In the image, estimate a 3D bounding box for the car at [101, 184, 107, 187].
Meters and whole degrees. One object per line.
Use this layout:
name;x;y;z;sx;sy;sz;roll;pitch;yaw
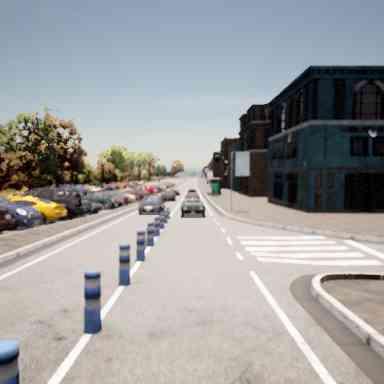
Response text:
car;-22.585;-0.527;75.385;5.008;1.535;2.097;0;3;1

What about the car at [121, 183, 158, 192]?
car;-9.652;-0.157;61.387;5.566;2.045;2.435;0;3;1

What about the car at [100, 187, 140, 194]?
car;-9.803;0.600;44.686;4.553;1.767;2.185;0;2;1

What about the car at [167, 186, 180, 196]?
car;-3.258;0.069;64.187;1.895;1.301;4.718;0;3;0

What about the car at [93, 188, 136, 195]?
car;-9.828;0.677;41.907;4.553;1.767;2.185;0;2;1

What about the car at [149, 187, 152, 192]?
car;-9.644;0.364;55.836;4.792;1.488;2.163;0;2;1

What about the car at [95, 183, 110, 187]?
car;-22.562;-0.649;78.167;4.892;1.521;2.231;0;3;0

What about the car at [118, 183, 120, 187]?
car;-22.459;-1.109;89.297;4.674;1.452;2.002;0;3;1

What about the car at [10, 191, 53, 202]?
car;-22.834;0.636;47.421;5.008;1.535;2.097;0;2;1

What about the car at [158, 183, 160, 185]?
car;-9.520;-0.393;69.609;4.553;1.767;2.185;0;3;1

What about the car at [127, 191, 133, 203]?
car;-9.851;0.900;39.124;4.792;1.488;2.163;0;1;1

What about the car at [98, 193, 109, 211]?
car;-9.891;1.087;27.968;4.792;1.488;2.163;0;1;1

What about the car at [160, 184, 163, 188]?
car;-9.531;-0.395;72.520;4.892;1.521;2.231;0;3;1

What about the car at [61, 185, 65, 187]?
car;-22.832;0.292;50.200;5.566;2.045;2.435;0;2;1

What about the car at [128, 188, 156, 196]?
car;-9.594;-0.029;64.179;5.008;1.535;2.097;0;3;1

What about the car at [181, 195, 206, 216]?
car;0.088;1.187;26.885;1.895;1.301;4.718;0;1;0

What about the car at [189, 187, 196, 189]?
car;0.026;-0.373;73.743;1.895;1.301;4.718;0;3;0

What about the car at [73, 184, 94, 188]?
car;-22.650;-0.287;64.245;5.566;2.045;2.435;0;3;1

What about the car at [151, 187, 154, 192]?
car;-9.646;0.256;58.620;4.674;1.452;2.002;0;3;1

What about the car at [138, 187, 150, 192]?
car;-9.693;0.444;53.050;5.008;1.535;2.097;0;2;1

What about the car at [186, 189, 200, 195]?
car;0.081;0.743;44.623;1.994;1.385;4.181;0;2;0

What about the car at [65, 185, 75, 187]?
car;-22.785;0.207;55.781;4.553;1.767;2.185;0;2;1

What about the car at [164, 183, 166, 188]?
car;-9.446;-0.767;80.861;5.008;1.535;2.097;0;3;1

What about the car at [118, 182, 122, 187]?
car;-22.426;-1.274;92.077;5.008;1.535;2.097;0;3;1

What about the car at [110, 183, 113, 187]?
car;-22.559;-0.745;80.949;4.792;1.488;2.163;0;3;1

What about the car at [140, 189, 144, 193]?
car;-9.750;0.680;47.476;4.674;1.452;2.002;0;2;1

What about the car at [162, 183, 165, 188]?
car;-9.481;-0.643;78.081;5.008;1.535;2.097;0;3;1

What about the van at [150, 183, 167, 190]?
van;-9.236;-1.489;91.910;4.442;1.987;1.878;0;3;0

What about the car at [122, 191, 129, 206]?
car;-9.817;0.960;36.337;4.792;1.488;2.163;0;1;1

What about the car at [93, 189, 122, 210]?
car;-9.840;0.856;33.547;4.553;1.767;2.185;0;1;1

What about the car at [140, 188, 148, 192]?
car;-9.717;0.546;50.263;5.008;1.535;2.097;0;2;0

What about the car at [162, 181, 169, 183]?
car;-9.346;-1.266;89.197;4.553;1.767;2.185;0;3;1

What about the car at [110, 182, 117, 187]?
car;-22.478;-1.149;83.721;5.566;2.045;2.435;0;3;1

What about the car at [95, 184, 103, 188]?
car;-22.607;-0.363;72.604;4.674;1.452;2.002;0;3;1

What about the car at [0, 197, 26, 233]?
car;-10.073;1.096;14.041;4.792;1.488;2.163;0;0;1

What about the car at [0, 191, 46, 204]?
car;-22.668;0.719;44.631;5.366;1.575;1.946;0;2;1

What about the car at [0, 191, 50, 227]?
car;-10.050;0.956;16.827;4.553;1.767;2.185;0;0;1

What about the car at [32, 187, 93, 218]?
car;-9.998;0.838;22.399;5.566;2.045;2.435;0;0;1

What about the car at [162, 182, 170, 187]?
car;-9.216;-1.018;86.421;5.366;1.575;1.946;0;3;1

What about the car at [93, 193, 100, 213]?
car;-9.939;1.079;25.189;4.892;1.521;2.231;0;0;1

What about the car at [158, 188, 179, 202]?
car;-3.339;0.559;47.782;1.882;1.535;5.008;0;2;0

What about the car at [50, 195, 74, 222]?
car;-9.989;1.090;19.606;5.008;1.535;2.097;0;0;1

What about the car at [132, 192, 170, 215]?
car;-3.360;1.054;28.080;2.128;1.511;4.902;0;1;0

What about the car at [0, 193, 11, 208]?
car;-22.920;0.923;36.401;4.892;1.521;2.231;0;1;0

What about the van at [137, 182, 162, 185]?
van;-9.617;-0.745;75.292;4.442;1.987;1.878;0;3;1

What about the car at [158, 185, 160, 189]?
car;-9.760;-0.154;66.961;5.366;1.575;1.946;0;3;1
